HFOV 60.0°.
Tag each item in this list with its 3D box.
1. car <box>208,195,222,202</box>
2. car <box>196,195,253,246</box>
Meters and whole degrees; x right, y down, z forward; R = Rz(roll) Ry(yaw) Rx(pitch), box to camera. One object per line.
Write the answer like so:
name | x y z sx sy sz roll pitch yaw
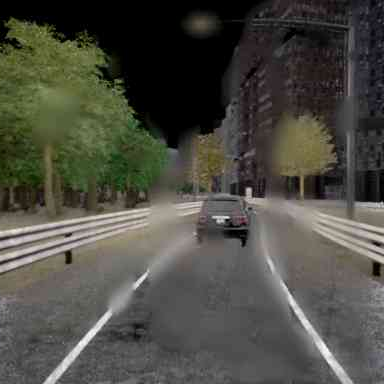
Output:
car | 5.160 1.469 74.741 2.128 1.511 4.902 0 0 -8
car | 1.616 1.229 15.560 2.150 2.045 5.566 0 0 11
